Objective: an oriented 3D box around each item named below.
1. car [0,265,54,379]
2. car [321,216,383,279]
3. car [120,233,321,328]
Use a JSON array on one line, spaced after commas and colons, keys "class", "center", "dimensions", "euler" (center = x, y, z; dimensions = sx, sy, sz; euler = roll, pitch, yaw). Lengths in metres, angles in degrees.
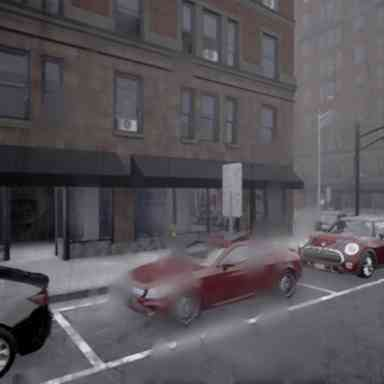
[{"class": "car", "center": [-3.876, 1.561, 3.768], "dimensions": [4.313, 1.339, 1.947], "euler": [0, 0, -36]}, {"class": "car", "center": [5.078, 1.490, 10.164], "dimensions": [4.097, 1.590, 1.967], "euler": [0, 0, -36]}, {"class": "car", "center": [0.601, 1.604, 6.966], "dimensions": [4.206, 1.307, 1.802], "euler": [0, 0, -36]}]
